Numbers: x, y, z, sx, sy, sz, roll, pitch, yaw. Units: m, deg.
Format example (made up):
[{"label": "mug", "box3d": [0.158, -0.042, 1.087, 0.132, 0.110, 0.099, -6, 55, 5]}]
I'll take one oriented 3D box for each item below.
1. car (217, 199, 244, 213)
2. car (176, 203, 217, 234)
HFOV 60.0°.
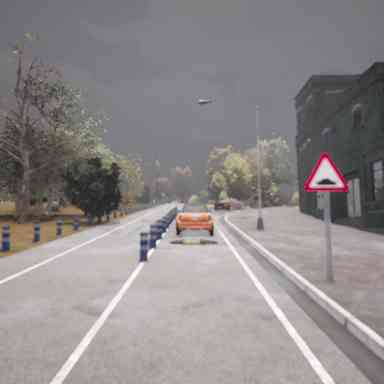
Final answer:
[{"label": "car", "box3d": [4.411, 1.522, 38.733, 1.882, 1.535, 5.008, -6, -2, 33]}, {"label": "car", "box3d": [0.154, 1.469, 20.069, 2.097, 1.767, 4.553, 0, 0, 0]}]
